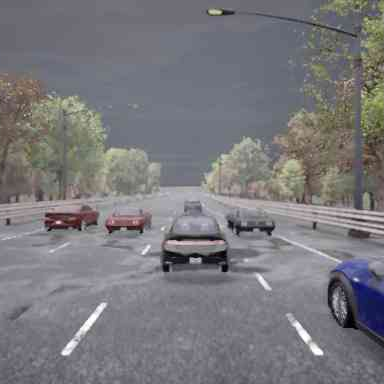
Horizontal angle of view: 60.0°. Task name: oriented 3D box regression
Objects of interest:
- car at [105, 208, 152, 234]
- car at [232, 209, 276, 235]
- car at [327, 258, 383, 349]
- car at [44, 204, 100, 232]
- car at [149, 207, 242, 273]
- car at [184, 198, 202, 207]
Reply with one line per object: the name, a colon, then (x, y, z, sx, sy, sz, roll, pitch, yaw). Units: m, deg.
car: (-3.399, 1.546, 18.791, 1.895, 1.301, 4.718, 0, 0, 0)
car: (2.987, 1.548, 18.152, 1.895, 1.301, 4.718, 0, 0, -3)
car: (3.485, 1.339, 4.083, 2.097, 1.767, 4.553, 0, 0, -2)
car: (-6.898, 1.421, 19.654, 1.882, 1.535, 5.008, 0, 0, 0)
car: (0.095, 1.460, 10.535, 2.128, 1.511, 4.902, 0, 0, 0)
car: (0.102, 1.394, 36.654, 2.128, 1.511, 4.902, 0, 0, 0)
